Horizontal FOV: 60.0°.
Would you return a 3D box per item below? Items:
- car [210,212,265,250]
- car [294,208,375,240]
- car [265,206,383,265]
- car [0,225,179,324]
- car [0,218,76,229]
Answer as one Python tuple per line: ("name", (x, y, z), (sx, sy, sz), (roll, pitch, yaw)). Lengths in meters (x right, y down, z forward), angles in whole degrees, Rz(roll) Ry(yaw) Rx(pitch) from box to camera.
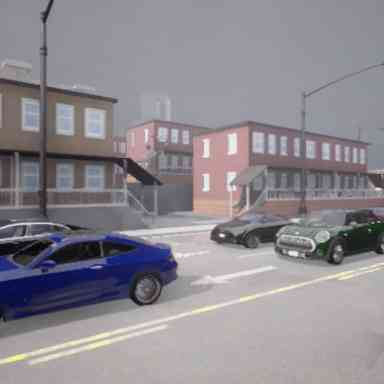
("car", (2.847, 1.580, 14.605), (4.181, 1.385, 1.994), (0, 0, -35))
("car", (7.791, 1.626, 18.024), (4.718, 1.301, 1.895), (0, 0, -35))
("car", (5.043, 1.368, 11.874), (4.553, 1.767, 2.097), (0, 0, -36))
("car", (-2.441, 1.528, 6.546), (4.674, 1.442, 1.812), (0, 0, -35))
("car", (-4.895, 1.494, 9.092), (4.902, 1.511, 2.128), (0, 0, -36))
